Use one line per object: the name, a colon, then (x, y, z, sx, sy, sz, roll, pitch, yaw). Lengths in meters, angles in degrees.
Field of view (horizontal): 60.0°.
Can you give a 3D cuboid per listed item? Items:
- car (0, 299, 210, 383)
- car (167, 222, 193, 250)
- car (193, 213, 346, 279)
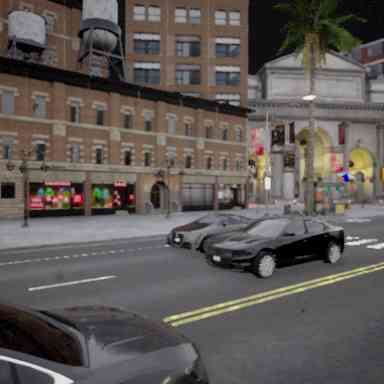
car: (-2.086, 1.505, 2.256, 4.892, 1.490, 1.837, 0, 0, -36)
car: (1.088, 1.564, 13.366, 4.181, 1.385, 1.994, 0, 0, -35)
car: (2.687, 1.478, 10.209, 5.008, 1.535, 1.882, 0, 0, -35)
